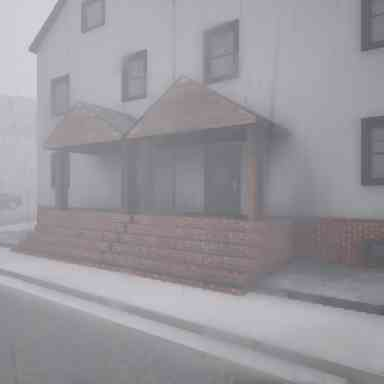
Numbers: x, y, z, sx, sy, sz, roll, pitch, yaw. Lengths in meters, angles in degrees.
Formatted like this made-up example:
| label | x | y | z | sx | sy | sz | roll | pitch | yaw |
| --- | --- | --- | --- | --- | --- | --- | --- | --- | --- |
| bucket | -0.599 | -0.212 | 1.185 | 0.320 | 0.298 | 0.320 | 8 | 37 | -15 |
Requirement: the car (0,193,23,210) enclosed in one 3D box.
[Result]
| label | x | y | z | sx | sy | sz | roll | pitch | yaw |
| --- | --- | --- | --- | --- | --- | --- | --- | --- | --- |
| car | -16.157 | 0.891 | 26.523 | 1.837 | 1.490 | 4.892 | 0 | 7 | 35 |
